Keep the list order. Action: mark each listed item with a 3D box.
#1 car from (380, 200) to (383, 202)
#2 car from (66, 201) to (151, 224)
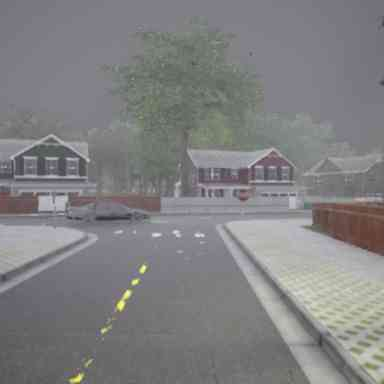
[{"bbox_3d":[19.104,1.472,31.136,4.902,1.511,2.128,0,0,-20],"label":"car"},{"bbox_3d":[-5.521,1.321,22.161,5.357,1.411,2.033,1,1,-20],"label":"car"}]
